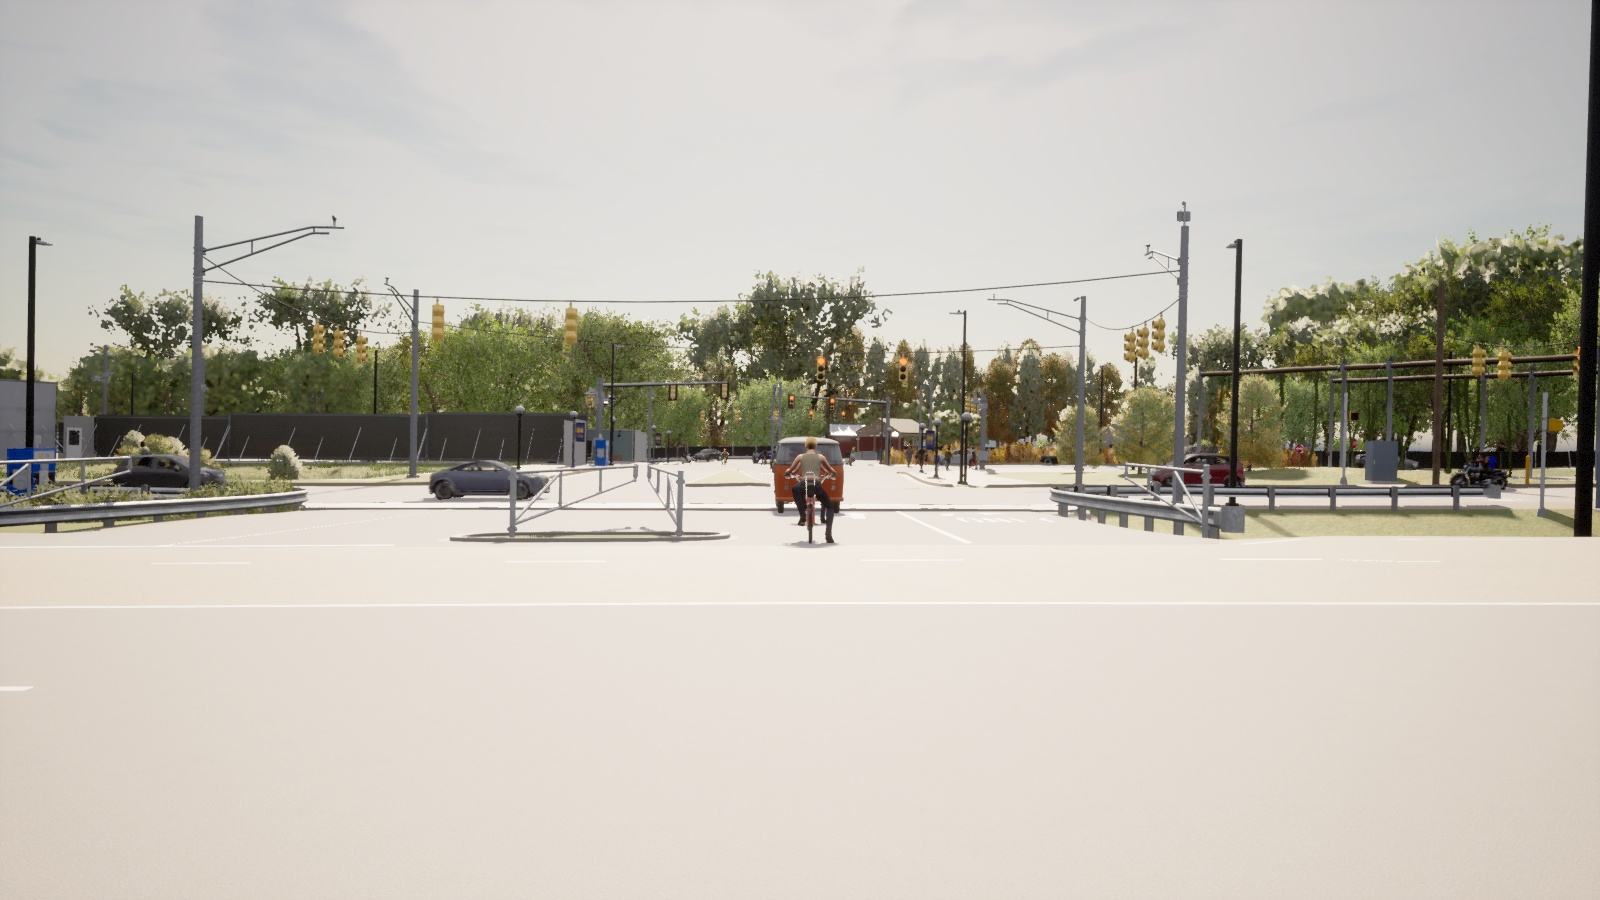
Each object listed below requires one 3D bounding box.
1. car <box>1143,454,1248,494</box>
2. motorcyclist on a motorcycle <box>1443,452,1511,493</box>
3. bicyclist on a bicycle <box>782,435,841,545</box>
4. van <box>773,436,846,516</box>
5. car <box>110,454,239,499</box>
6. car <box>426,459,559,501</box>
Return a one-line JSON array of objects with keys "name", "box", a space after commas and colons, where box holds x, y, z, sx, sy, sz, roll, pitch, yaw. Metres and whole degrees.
[{"name": "car", "box": [16.046, 0.955, 51.125, 3.705, 1.549, 1.789, 0, 1, 0]}, {"name": "motorcyclist on a motorcycle", "box": [27.581, 0.909, 51.160, 2.350, 1.649, 0.766, 0, 1, 0]}, {"name": "bicyclist on a bicycle", "box": [0.179, 0.605, 19.159, 0.866, 1.612, 1.509, 0, -1, 1]}, {"name": "van", "box": [0.196, 0.640, 34.028, 1.775, 1.987, 4.442, 0, 1, -2]}, {"name": "car", "box": [-22.067, 0.915, 44.363, 3.633, 1.501, 1.845, 0, 1, 1]}, {"name": "car", "box": [-10.787, 1.035, 44.216, 4.181, 1.385, 1.994, 0, 1, 1]}]
